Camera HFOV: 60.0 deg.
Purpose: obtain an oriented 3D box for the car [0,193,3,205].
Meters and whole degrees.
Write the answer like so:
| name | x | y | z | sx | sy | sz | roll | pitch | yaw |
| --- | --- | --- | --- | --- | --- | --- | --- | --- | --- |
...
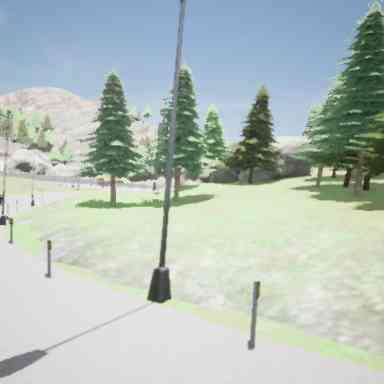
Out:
| name | x | y | z | sx | sy | sz | roll | pitch | yaw |
| --- | --- | --- | --- | --- | --- | --- | --- | --- | --- |
| car | -22.581 | 0.409 | 36.352 | 2.150 | 2.045 | 5.566 | 4 | 1 | -13 |
